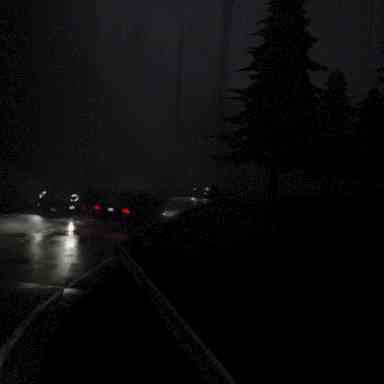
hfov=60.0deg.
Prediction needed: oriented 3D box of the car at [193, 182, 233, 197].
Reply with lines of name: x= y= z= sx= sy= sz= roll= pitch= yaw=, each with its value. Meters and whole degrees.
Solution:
car: x=2.222 y=-0.286 z=34.067 sx=4.553 sy=1.767 sz=2.097 roll=1 pitch=3 yaw=-45

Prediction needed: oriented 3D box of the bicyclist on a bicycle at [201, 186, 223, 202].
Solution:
bicyclist on a bicycle: x=1.216 y=0.477 z=18.892 sx=1.656 sy=1.620 sz=0.582 roll=10 pitch=-1 yaw=11

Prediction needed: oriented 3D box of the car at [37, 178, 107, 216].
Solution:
car: x=-5.729 y=0.111 z=16.928 sx=2.097 sy=1.767 sz=4.553 roll=5 pitch=3 yaw=10

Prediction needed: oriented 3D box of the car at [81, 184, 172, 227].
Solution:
car: x=-2.752 y=0.635 z=15.611 sx=2.033 sy=1.411 sz=5.357 roll=5 pitch=4 yaw=11

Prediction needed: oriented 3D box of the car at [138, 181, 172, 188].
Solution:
car: x=-3.328 y=-0.079 z=25.774 sx=1.882 sy=1.535 sz=5.008 roll=5 pitch=3 yaw=26
